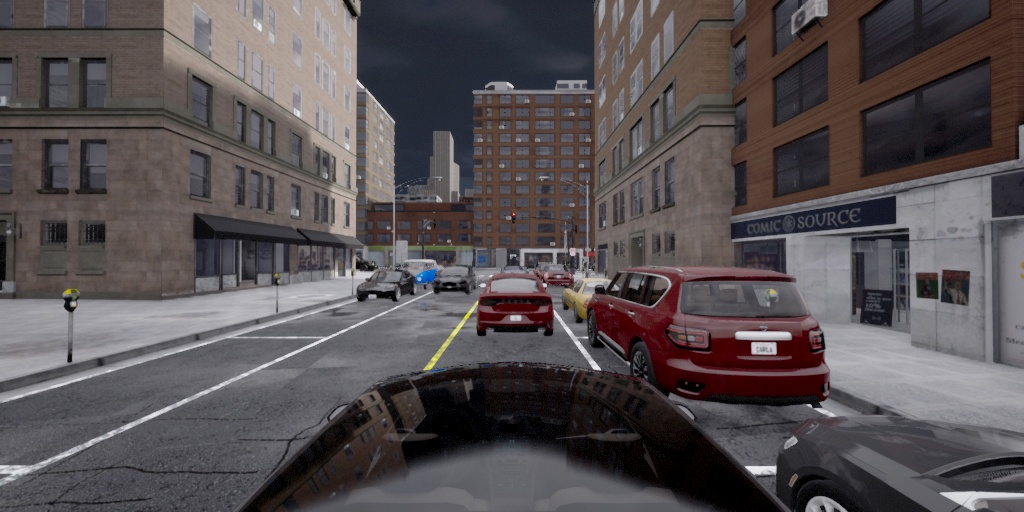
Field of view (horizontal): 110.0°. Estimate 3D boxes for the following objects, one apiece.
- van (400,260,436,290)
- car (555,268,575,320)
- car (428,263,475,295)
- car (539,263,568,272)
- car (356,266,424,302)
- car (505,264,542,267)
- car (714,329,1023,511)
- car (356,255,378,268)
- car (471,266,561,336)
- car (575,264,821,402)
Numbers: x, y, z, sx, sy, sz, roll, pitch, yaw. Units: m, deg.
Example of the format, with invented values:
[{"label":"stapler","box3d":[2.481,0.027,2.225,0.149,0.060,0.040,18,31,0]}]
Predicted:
[{"label":"van","box3d":[-5.835,1.113,22.661,1.690,1.789,3.998,0,0,0]},{"label":"car","box3d":[2.679,1.283,11.855,1.751,1.417,4.829,0,0,0]},{"label":"car","box3d":[-3.054,1.274,19.995,1.837,1.490,4.892,0,0,0]},{"label":"car","box3d":[2.690,1.212,22.650,1.967,1.591,4.097,0,0,0]},{"label":"car","box3d":[-5.841,1.330,17.178,1.948,1.339,4.313,0,0,0]},{"label":"car","box3d":[0.115,1.257,18.017,2.128,1.511,4.902,0,0,0]},{"label":"car","box3d":[2.668,1.300,0.721,2.007,1.370,4.403,0,0,0]},{"label":"car","box3d":[-18.352,0.839,41.071,5.566,2.045,2.150,0,-1,0]},{"label":"car","box3d":[0.056,1.234,10.467,1.882,1.535,5.008,0,0,-1]},{"label":"car","box3d":[2.674,1.067,6.202,2.192,1.841,5.009,0,0,0]}]
